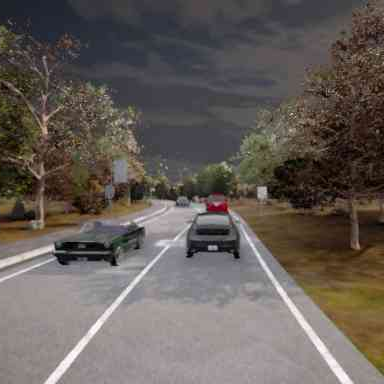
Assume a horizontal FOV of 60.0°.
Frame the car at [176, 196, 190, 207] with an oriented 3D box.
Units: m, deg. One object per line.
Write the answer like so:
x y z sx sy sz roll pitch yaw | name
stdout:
-1.511 1.454 53.782 2.097 1.767 4.553 1 0 -4 | car

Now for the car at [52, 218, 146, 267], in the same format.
-3.004 1.631 11.769 1.895 1.301 4.718 0 0 4 | car

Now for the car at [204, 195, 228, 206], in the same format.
2.419 1.292 33.168 2.150 2.045 5.566 0 0 3 | car

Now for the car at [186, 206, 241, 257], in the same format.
0.836 1.524 12.963 1.837 1.490 4.892 0 0 4 | car
